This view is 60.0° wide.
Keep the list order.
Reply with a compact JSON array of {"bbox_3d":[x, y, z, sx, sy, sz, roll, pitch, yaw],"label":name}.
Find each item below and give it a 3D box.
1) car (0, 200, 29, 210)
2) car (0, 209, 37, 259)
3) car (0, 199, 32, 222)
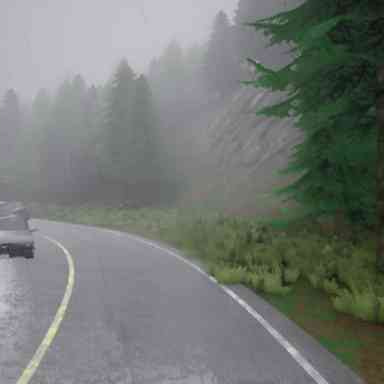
[{"bbox_3d":[-10.924,1.461,18.542,2.097,1.767,4.553,0,0,-43],"label":"car"},{"bbox_3d":[-7.036,1.615,12.586,2.033,1.411,5.357,0,0,-28],"label":"car"},{"bbox_3d":[-15.651,1.504,28.303,4.553,1.767,2.097,0,0,42],"label":"car"}]
